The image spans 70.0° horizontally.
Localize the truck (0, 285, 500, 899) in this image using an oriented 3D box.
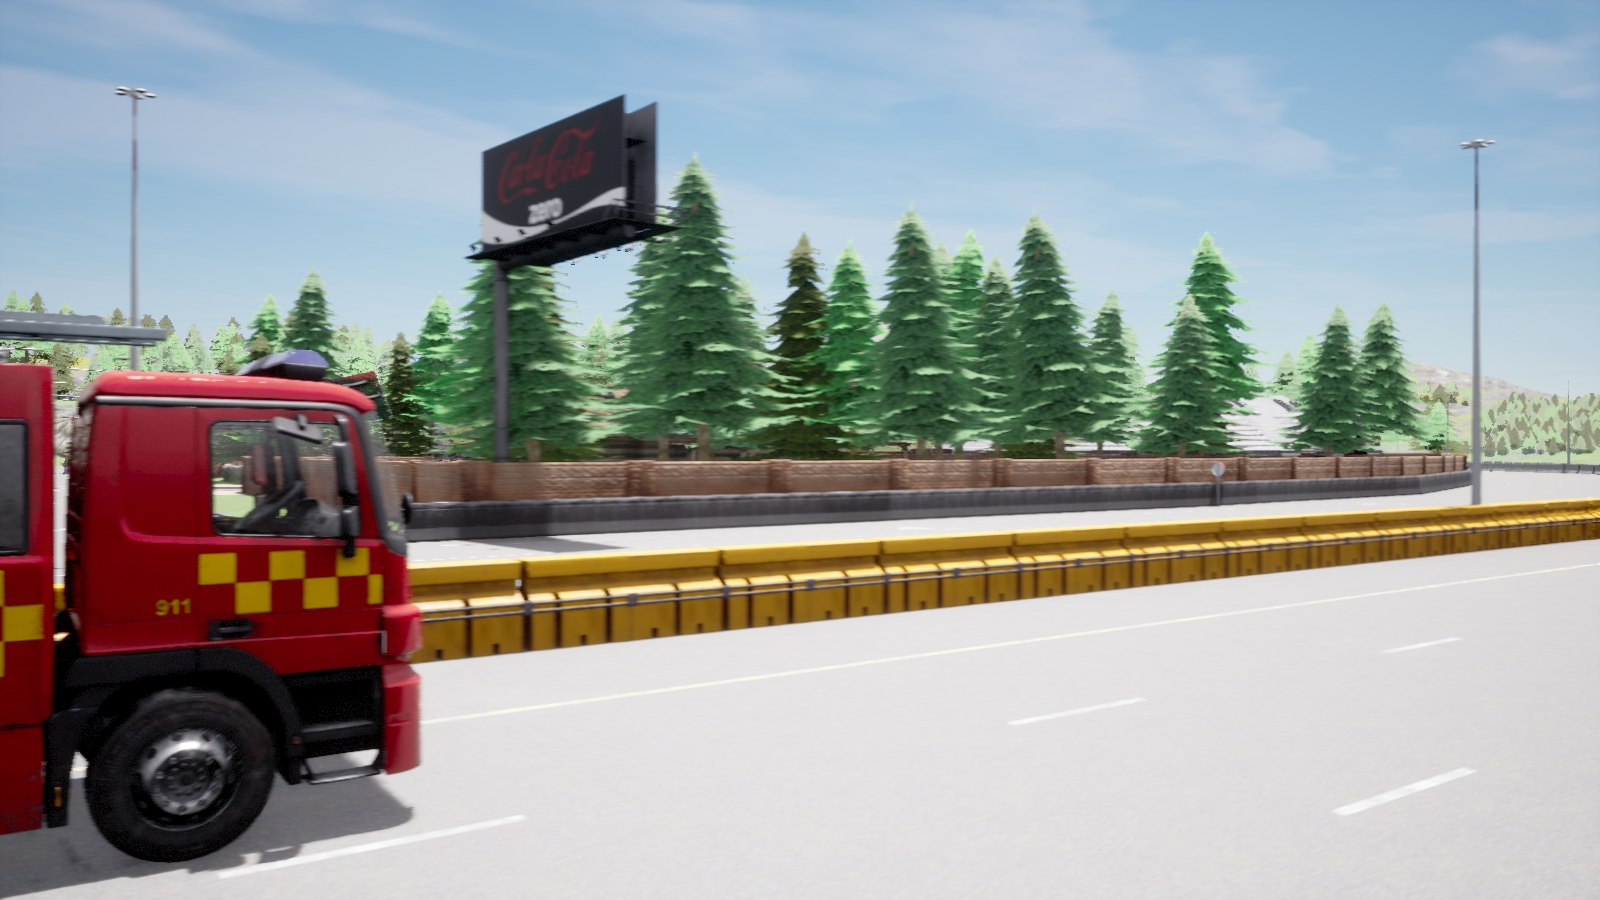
[{"bbox_3d":[-6.643,0.890,7.693,8.468,3.827,2.891,0,0,-35],"label":"truck"}]
